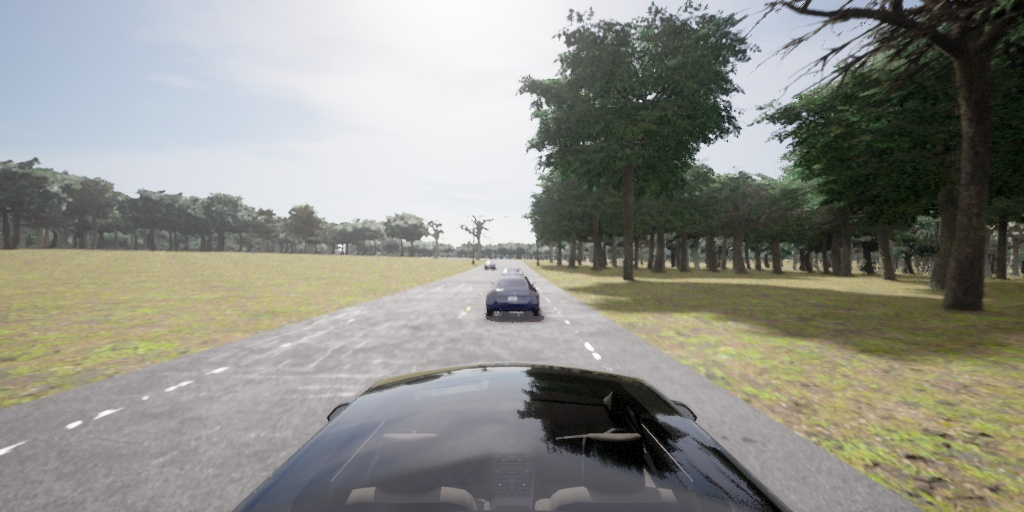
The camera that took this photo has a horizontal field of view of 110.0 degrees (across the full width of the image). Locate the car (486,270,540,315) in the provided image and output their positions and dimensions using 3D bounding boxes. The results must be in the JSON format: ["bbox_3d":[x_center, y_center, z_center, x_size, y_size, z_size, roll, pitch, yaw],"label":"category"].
[{"bbox_3d":[0.046,1.449,14.272,1.994,1.385,4.181,0,0,1],"label":"car"}]

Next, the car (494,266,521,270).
[{"bbox_3d":[0.019,1.530,26.919,2.033,1.411,5.357,0,0,0],"label":"car"}]

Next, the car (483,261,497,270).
[{"bbox_3d":[-3.571,1.525,58.414,2.128,1.511,4.902,0,0,0],"label":"car"}]
